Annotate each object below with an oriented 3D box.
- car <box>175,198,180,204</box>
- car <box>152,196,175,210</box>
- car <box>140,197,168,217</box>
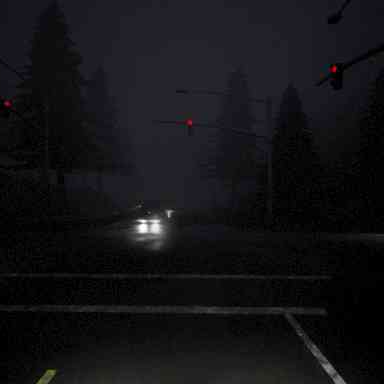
[{"bbox_3d":[-4.100,1.564,61.663,1.994,1.385,4.181,0,0,-39],"label":"car"},{"bbox_3d":[-3.645,1.478,43.158,1.882,1.535,5.008,0,0,0],"label":"car"},{"bbox_3d":[-3.654,1.491,30.819,2.128,1.511,4.902,0,0,0],"label":"car"}]
